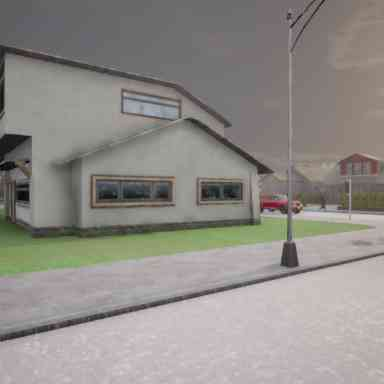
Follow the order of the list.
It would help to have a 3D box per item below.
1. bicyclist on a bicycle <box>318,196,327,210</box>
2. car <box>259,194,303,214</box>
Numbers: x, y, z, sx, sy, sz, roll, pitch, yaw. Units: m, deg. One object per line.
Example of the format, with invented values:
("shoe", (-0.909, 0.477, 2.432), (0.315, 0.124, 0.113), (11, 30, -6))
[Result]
("bicyclist on a bicycle", (15.828, 1.349, 40.329), (1.656, 1.620, 0.582), (0, 0, -35))
("car", (9.038, 1.222, 35.391), (2.150, 2.045, 5.566), (0, 0, -35))
